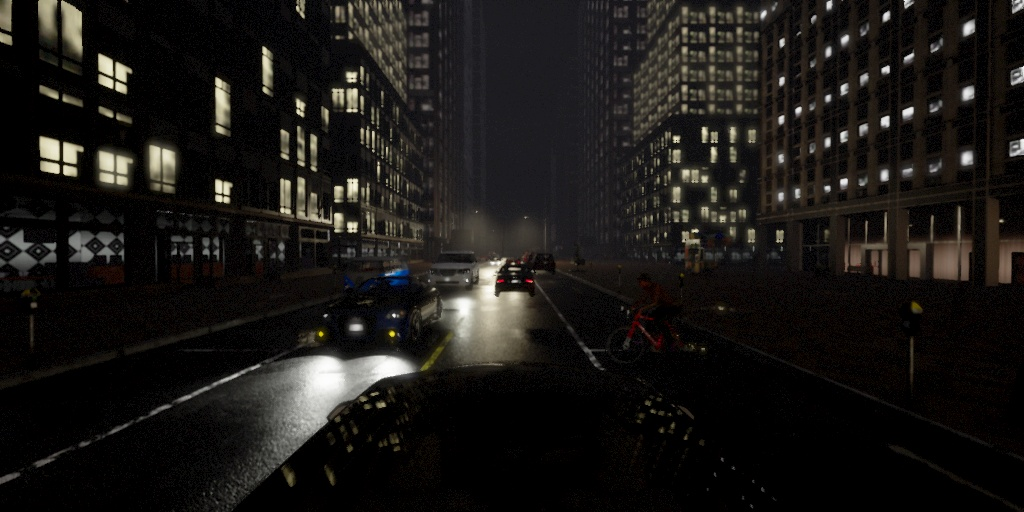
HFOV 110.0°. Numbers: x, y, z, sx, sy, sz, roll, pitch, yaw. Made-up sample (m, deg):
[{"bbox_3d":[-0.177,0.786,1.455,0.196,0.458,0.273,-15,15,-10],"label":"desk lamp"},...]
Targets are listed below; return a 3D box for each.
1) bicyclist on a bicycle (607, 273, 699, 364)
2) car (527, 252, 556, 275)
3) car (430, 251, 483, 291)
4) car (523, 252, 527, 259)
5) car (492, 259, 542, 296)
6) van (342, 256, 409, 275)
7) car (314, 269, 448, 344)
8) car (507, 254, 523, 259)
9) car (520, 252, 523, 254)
[{"bbox_3d":[2.498,1.122,6.354,1.656,1.620,0.582,-1,1,0],"label":"bicyclist on a bicycle"},{"bbox_3d":[2.732,0.640,31.933,2.192,1.841,5.009,0,0,0],"label":"car"},{"bbox_3d":[-3.066,0.719,19.845,2.150,2.045,5.566,0,1,0],"label":"car"},{"bbox_3d":[2.744,0.484,43.012,2.192,1.841,5.009,0,0,0],"label":"car"},{"bbox_3d":[0.132,1.077,17.504,2.033,1.411,5.357,0,1,0],"label":"car"},{"bbox_3d":[-5.666,0.902,15.326,1.690,1.789,3.998,0,0,0],"label":"van"},{"bbox_3d":[-3.081,1.212,9.106,1.994,1.385,4.181,0,1,0],"label":"car"},{"bbox_3d":[0.156,0.761,43.719,1.895,1.301,4.718,0,1,0],"label":"car"},{"bbox_3d":[2.757,0.327,54.089,2.192,1.841,5.009,0,0,0],"label":"car"}]
